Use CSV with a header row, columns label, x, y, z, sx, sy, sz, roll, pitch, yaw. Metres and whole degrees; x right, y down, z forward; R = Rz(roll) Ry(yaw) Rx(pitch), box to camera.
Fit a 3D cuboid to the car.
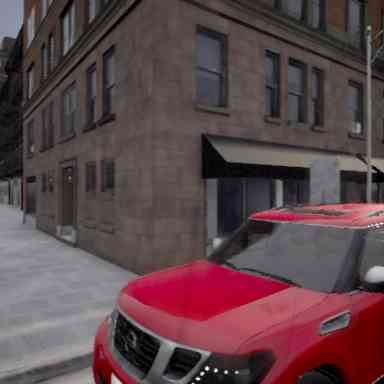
label,x,y,z,sx,sy,sz,roll,pitch,yaw
car,1.668,1.212,4.257,5.566,2.045,2.150,0,0,-35
